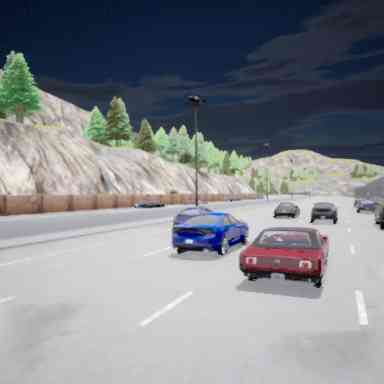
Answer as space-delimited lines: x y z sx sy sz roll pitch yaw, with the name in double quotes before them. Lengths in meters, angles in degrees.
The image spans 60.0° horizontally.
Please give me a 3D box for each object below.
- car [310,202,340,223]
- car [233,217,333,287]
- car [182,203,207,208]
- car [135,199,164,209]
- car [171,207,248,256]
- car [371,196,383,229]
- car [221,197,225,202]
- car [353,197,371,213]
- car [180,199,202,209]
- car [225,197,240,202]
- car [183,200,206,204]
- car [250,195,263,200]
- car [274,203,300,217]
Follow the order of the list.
"car" 10.493 1.582 26.348 1.837 1.490 4.892 -1 0 24
"car" 2.872 1.639 9.579 1.895 1.301 4.718 -1 0 25
"car" 0.380 1.669 21.006 1.812 1.442 4.674 -1 0 24
"car" -6.044 2.008 49.621 1.895 1.301 4.718 -1 0 25
"car" 0.930 1.565 13.768 1.882 1.535 5.008 -1 0 24
"car" 13.063 1.240 21.252 2.150 2.045 5.566 -1 0 24
"car" 9.553 2.027 92.227 2.128 1.511 4.902 -1 0 24
"car" 19.438 1.588 37.231 1.812 1.442 4.674 -1 0 24
"car" -0.042 1.942 54.334 1.994 1.385 4.181 -1 0 25
"car" 11.158 1.979 87.298 2.033 1.411 5.357 -1 0 24
"car" 0.720 1.850 47.594 1.812 1.442 4.674 -1 0 25
"car" 16.364 1.891 81.834 1.837 1.490 4.892 -1 0 24
"car" 9.090 1.693 31.718 1.994 1.385 4.181 -1 0 24
